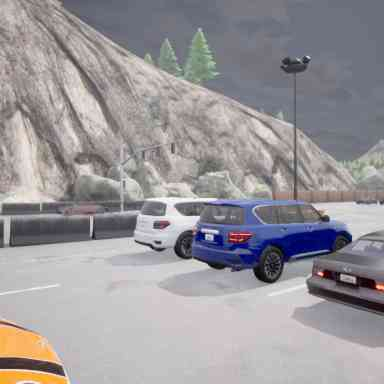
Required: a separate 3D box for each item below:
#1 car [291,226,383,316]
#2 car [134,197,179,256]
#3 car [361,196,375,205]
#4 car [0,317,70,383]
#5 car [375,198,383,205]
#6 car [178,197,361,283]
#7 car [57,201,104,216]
[{"bbox_3d":[4.740,1.547,7.213,5.357,1.411,2.033,0,0,-36],"label":"car"},{"bbox_3d":[0.525,1.221,12.797,5.566,2.045,2.150,0,0,-36],"label":"car"},{"bbox_3d":[29.065,1.389,55.420,4.181,1.385,1.994,0,0,-36],"label":"car"},{"bbox_3d":[-2.939,1.350,1.644,4.553,1.767,2.097,0,0,-36],"label":"car"},{"bbox_3d":[31.500,1.387,52.869,4.181,1.385,1.994,0,0,-36],"label":"car"},{"bbox_3d":[2.550,1.221,9.920,5.566,2.045,2.150,0,0,-38],"label":"car"},{"bbox_3d":[-10.375,1.570,31.035,4.181,1.385,1.994,0,0,-36],"label":"car"}]
